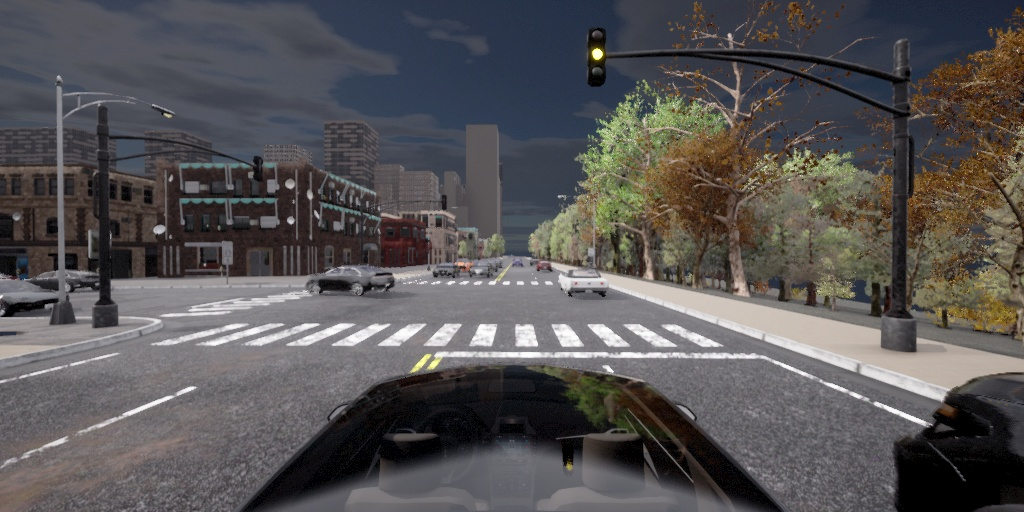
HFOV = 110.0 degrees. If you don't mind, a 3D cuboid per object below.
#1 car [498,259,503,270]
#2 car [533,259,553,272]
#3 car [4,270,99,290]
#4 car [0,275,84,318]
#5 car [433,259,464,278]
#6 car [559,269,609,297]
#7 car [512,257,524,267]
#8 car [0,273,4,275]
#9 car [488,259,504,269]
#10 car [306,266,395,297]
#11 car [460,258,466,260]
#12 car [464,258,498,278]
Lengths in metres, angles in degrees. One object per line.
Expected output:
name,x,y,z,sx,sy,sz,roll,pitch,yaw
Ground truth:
car,-2.660,1.207,44.065,2.128,1.511,4.902,0,0,1
car,4.078,1.240,46.176,1.812,1.442,4.674,0,0,1
car,-27.959,1.552,22.361,4.403,1.370,2.007,0,0,1
car,-19.767,1.560,13.713,4.313,1.339,1.948,0,0,1
car,-6.082,1.290,33.764,1.994,1.385,4.181,0,0,1
car,3.619,1.339,18.897,1.895,1.301,4.718,0,0,1
car,0.999,1.225,63.801,1.812,1.442,4.674,0,0,1
car,-33.494,1.646,22.458,4.207,1.307,1.802,0,0,1
car,-2.461,1.198,55.642,2.128,1.511,4.902,0,0,1
car,-8.369,1.243,18.493,4.902,1.511,2.128,-1,0,22
car,-5.916,1.069,43.760,2.097,1.767,4.553,0,0,1
car,-2.821,1.217,33.778,2.128,1.511,4.902,0,0,3
